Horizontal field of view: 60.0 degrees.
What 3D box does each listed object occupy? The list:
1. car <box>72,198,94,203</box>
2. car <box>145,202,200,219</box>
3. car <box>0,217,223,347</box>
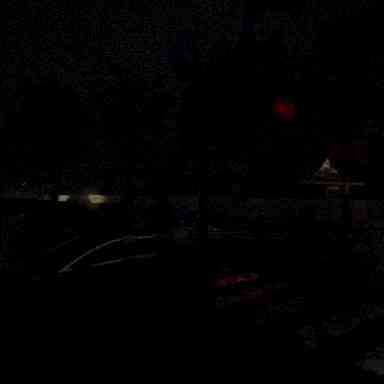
[{"bbox_3d":[-12.560,1.473,38.377,1.882,1.535,5.008,0,0,-36],"label":"car"},{"bbox_3d":[-1.435,1.445,22.869,1.882,1.535,5.008,0,0,-36],"label":"car"},{"bbox_3d":[-1.649,1.494,6.379,4.902,1.511,2.128,0,0,-36],"label":"car"}]
